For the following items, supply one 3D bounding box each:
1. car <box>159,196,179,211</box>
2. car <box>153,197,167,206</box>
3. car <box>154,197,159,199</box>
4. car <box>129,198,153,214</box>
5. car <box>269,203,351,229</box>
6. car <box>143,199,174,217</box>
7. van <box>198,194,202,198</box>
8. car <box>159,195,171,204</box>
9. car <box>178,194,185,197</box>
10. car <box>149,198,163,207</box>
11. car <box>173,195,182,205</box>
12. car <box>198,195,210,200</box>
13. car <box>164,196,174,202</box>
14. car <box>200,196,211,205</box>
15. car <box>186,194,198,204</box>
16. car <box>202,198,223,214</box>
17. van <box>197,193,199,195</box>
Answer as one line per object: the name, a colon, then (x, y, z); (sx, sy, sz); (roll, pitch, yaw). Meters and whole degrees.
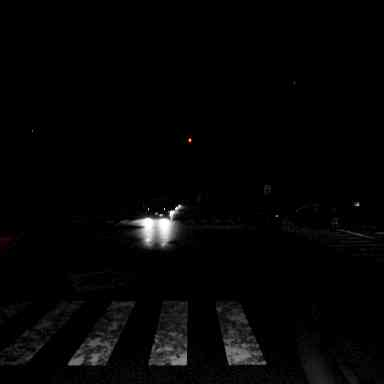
car: (-3.097, 1.604, 41.978); (1.994, 1.385, 4.181); (0, 0, 1)
car: (-5.603, 1.620, 58.185); (2.008, 1.369, 4.403); (0, 0, 0)
car: (-5.640, 1.480, 41.654); (1.967, 1.590, 4.097); (0, 0, 0)
car: (-5.652, 1.472, 36.143); (1.967, 1.590, 4.097); (0, 0, 0)
car: (7.354, 1.464, 20.951); (4.902, 1.511, 2.128); (0, 0, 6)
car: (-3.143, 1.627, 32.022); (1.895, 1.301, 4.718); (0, 0, 1)
van: (2.422, 1.410, 58.168); (1.690, 1.788, 3.998); (0, 0, 0)
car: (-5.578, 1.536, 69.207); (1.967, 1.590, 4.097); (0, 0, 0)
car: (-3.009, 1.570, 62.043); (2.128, 1.511, 4.902); (0, 0, 1)
car: (-5.615, 1.640, 52.675); (1.802, 1.307, 4.206); (0, 0, 0)
car: (-3.075, 1.621, 51.962); (1.994, 1.385, 4.181); (0, 0, 0)
car: (2.410, 1.624, 52.657); (1.947, 1.339, 4.313); (0, 0, 0)
car: (-5.553, 1.675, 80.228); (2.008, 1.369, 4.403); (0, 0, 0)
car: (2.397, 1.630, 47.147); (1.802, 1.307, 4.206); (0, 0, 0)
car: (-0.102, 1.646, 63.873); (1.994, 1.385, 4.181); (0, 0, 0)
car: (2.373, 1.597, 36.124); (1.947, 1.339, 4.313); (0, 0, 0)
van: (2.447, 1.437, 69.189); (1.690, 1.788, 3.998); (0, 0, 0)
